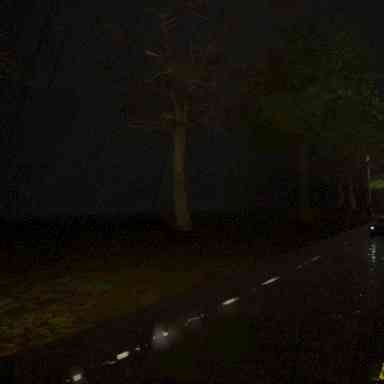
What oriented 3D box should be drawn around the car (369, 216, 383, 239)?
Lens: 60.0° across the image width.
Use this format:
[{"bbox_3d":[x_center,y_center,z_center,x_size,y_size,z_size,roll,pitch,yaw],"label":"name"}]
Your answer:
[{"bbox_3d":[12.031,2.093,20.101,1.895,1.301,4.718,-4,-3,36],"label":"car"}]
